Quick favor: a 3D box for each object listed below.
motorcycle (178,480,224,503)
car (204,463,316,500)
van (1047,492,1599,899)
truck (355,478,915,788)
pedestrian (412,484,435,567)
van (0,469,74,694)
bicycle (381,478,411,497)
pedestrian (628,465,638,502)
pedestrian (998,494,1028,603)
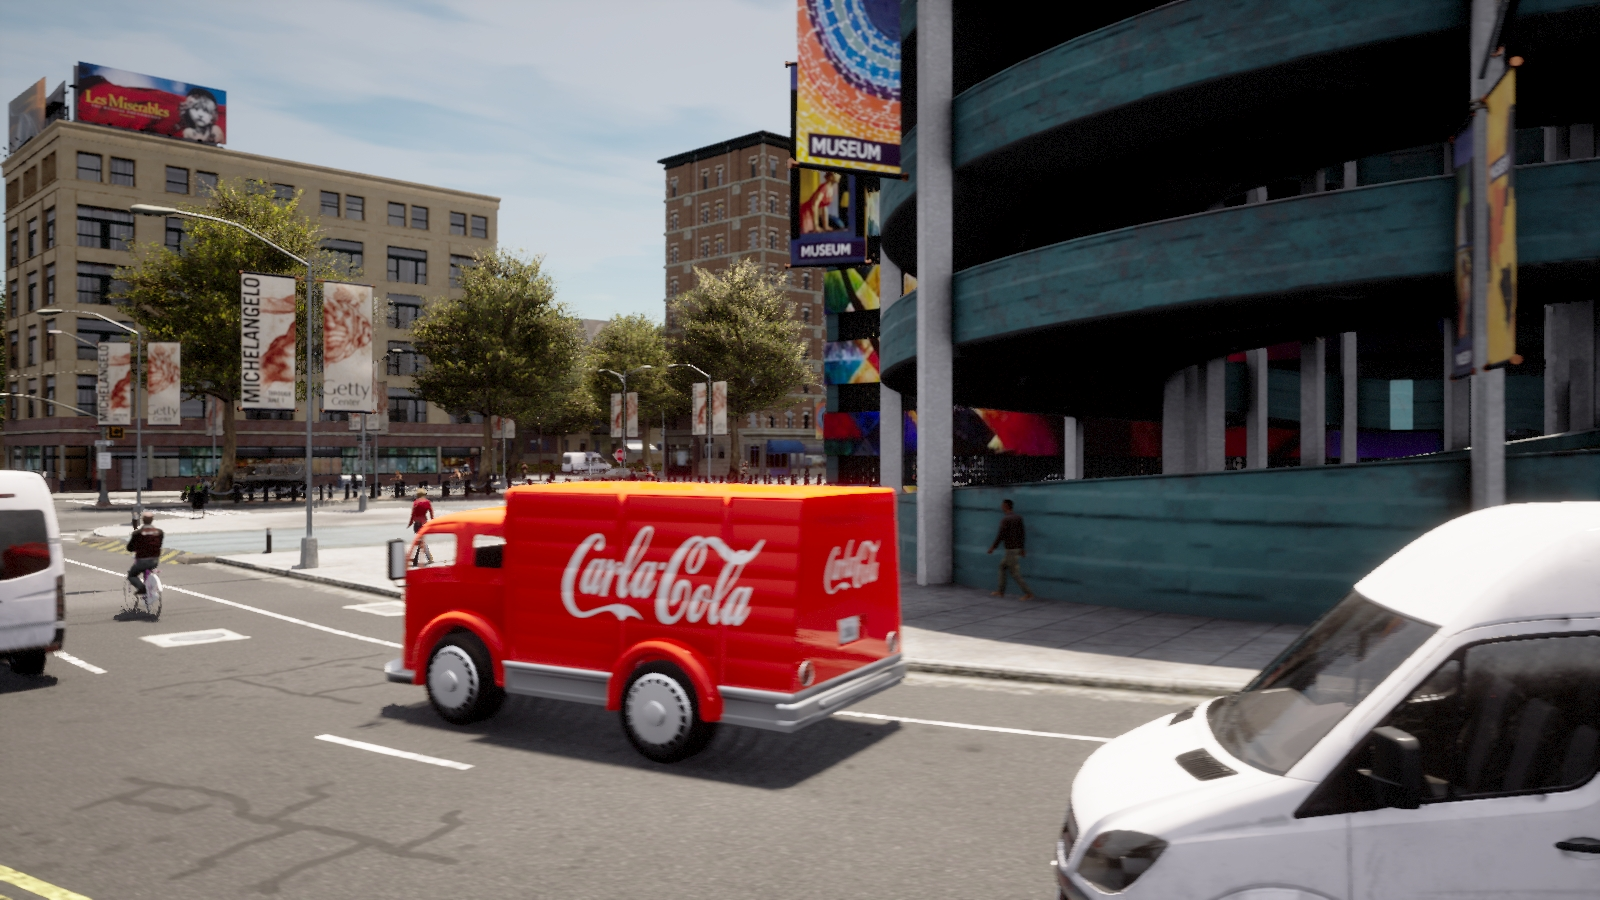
[{"bbox_3d":[-32.220,2.238,61.468,0.803,1.145,2.033,0,0,44],"label":"motorcycle"},{"bbox_3d":[-31.634,1.808,67.035,2.150,2.045,5.566,0,0,45],"label":"car"},{"bbox_3d":[4.230,1.538,5.394,5.915,2.561,1.988,0,0,15],"label":"van"},{"bbox_3d":[-1.737,1.572,11.847,5.204,2.467,2.627,0,0,29],"label":"truck"},{"bbox_3d":[-8.596,1.708,26.088,0.375,1.860,0.375,0,0,45],"label":"pedestrian"},{"bbox_3d":[-11.630,1.540,14.962,5.915,2.561,1.988,0,0,41],"label":"van"},{"bbox_3d":[-24.477,2.288,69.293,0.859,1.080,1.487,0,0,45],"label":"bicycle"},{"bbox_3d":[-8.518,1.725,58.357,0.375,1.860,0.375,0,0,-41],"label":"pedestrian"},{"bbox_3d":[3.720,1.707,19.955,0.375,1.860,0.375,0,0,43],"label":"pedestrian"}]
